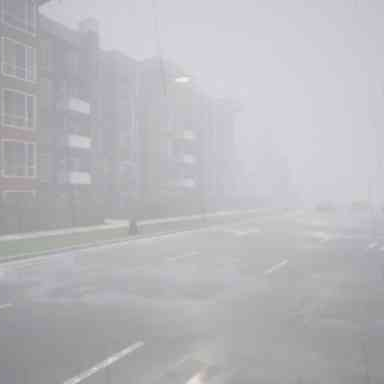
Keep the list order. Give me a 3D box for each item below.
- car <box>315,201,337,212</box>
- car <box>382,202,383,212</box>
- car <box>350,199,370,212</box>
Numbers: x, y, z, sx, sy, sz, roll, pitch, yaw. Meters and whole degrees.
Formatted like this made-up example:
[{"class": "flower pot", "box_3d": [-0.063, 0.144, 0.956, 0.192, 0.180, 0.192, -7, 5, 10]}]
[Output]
[{"class": "car", "box_3d": [16.859, 1.783, 41.879, 1.994, 1.385, 4.181, -1, 0, 33]}, {"class": "car", "box_3d": [24.417, 1.728, 40.680, 1.994, 1.385, 4.181, -1, 0, 33]}, {"class": "car", "box_3d": [21.645, 1.675, 42.839, 1.882, 1.535, 5.008, -1, 0, 33]}]
